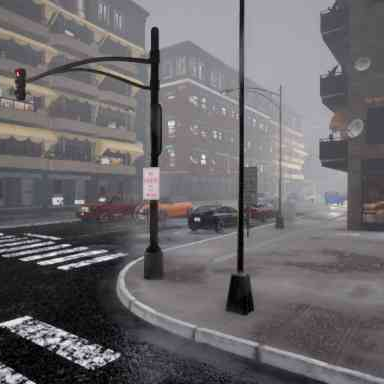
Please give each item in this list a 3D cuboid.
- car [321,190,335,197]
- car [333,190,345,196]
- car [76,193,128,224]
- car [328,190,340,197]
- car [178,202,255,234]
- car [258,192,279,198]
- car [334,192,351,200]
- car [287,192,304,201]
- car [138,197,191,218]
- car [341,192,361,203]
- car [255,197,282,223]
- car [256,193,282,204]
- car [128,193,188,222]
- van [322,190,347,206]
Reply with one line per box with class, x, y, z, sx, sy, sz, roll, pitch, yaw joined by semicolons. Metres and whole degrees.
car;29.857;0.379;72.905;1.887;1.381;4.507;2;2;35
car;36.263;0.257;82.020;1.802;1.307;4.206;2;2;35
car;-5.375;1.032;22.766;2.192;1.841;5.009;2;2;35
car;33.060;0.337;77.463;1.802;1.307;4.206;2;2;35
car;1.456;1.348;17.922;1.947;1.339;4.313;2;2;35
car;7.498;0.818;36.586;2.097;1.767;4.553;1;1;35
car;25.914;0.696;57.244;1.895;1.301;4.718;1;1;35
car;17.044;0.720;54.675;1.947;1.339;4.313;2;2;35
car;-2.174;1.181;27.330;1.887;1.381;4.507;2;2;35
car;23.878;0.764;49.824;1.887;1.381;4.507;2;2;35
car;4.659;1.284;22.480;1.802;1.307;4.206;2;2;35
car;10.638;0.881;45.560;1.947;1.339;4.313;2;2;35
car;-1.912;1.055;23.214;2.097;1.767;4.553;1;1;35
van;17.474;0.721;40.705;1.690;1.788;3.998;2;2;35
